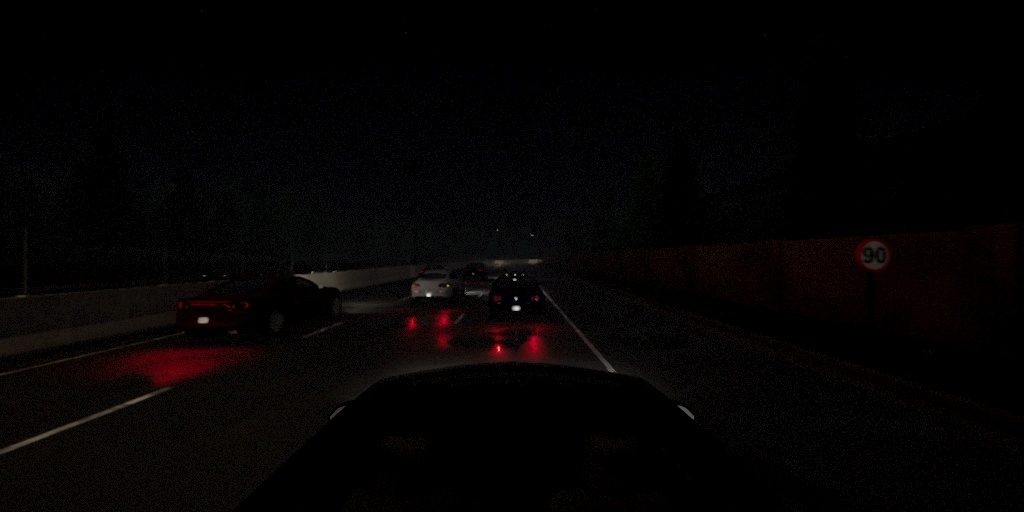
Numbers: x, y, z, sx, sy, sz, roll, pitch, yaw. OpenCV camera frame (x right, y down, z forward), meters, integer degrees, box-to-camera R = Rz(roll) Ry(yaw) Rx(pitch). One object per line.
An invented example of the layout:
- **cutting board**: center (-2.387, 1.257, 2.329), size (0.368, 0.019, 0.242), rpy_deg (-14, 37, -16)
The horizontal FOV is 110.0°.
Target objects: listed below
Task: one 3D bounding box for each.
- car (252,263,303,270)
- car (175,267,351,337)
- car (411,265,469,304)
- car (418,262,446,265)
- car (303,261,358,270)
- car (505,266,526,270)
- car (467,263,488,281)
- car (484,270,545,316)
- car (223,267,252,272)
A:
- **car**: center (-17.464, 1.364, 28.163), size (1.882, 1.535, 5.008), rpy_deg (0, 0, 0)
- **car**: center (-6.866, 1.274, 10.468), size (1.882, 1.535, 5.008), rpy_deg (0, 0, 0)
- **car**: center (-3.343, 1.343, 16.713), size (1.812, 1.442, 4.674), rpy_deg (0, 0, 0)
- **car**: center (-6.748, 1.448, 31.660), size (1.994, 1.385, 4.181), rpy_deg (0, 0, 0)
- **car**: center (-13.962, 1.234, 28.378), size (2.097, 1.767, 4.553), rpy_deg (0, 0, 0)
- **car**: center (0.238, 1.464, 29.309), size (1.895, 1.301, 4.718), rpy_deg (0, 0, 0)
- **car**: center (-3.242, 1.359, 32.491), size (1.882, 1.535, 5.008), rpy_deg (0, 0, 0)
- **car**: center (0.151, 1.400, 13.729), size (1.895, 1.301, 4.718), rpy_deg (0, 0, 0)
- **car**: center (-20.969, 1.490, 27.412), size (1.895, 1.301, 4.718), rpy_deg (0, 0, 0)
